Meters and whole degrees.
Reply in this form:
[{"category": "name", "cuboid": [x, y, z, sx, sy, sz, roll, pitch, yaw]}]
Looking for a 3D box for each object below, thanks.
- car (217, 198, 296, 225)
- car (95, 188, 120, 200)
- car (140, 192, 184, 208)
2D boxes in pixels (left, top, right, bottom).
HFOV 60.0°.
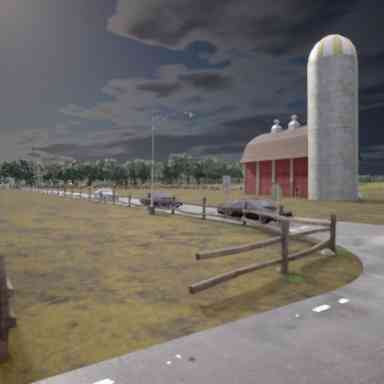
[{"category": "car", "cuboid": [3.883, 1.116, 21.082, 2.033, 1.411, 5.357, -1, 2, -36]}, {"category": "car", "cuboid": [-10.636, 0.272, 41.528, 1.812, 1.442, 4.674, -1, 2, -35]}, {"category": "car", "cuboid": [-2.888, 0.721, 30.603, 2.033, 1.411, 5.357, -1, 2, -35]}]
